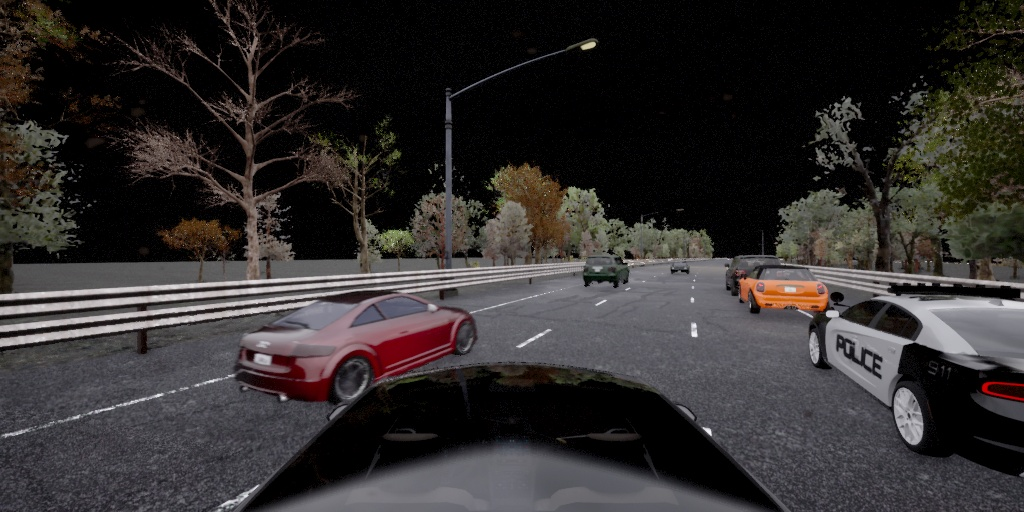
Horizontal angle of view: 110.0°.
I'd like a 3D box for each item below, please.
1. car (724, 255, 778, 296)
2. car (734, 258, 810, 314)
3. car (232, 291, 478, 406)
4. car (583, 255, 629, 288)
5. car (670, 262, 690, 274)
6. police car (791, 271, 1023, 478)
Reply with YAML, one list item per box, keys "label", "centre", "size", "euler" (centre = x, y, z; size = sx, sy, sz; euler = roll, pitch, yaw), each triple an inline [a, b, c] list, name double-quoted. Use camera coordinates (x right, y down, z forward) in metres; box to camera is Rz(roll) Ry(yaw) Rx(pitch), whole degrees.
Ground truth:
- label: "car"
  centre: [12.584, 0.978, 18.758]
  size: [2.150, 2.045, 5.566]
  euler: [0, 0, 27]
- label: "car"
  centre: [9.888, 1.102, 13.415]
  size: [2.097, 1.767, 4.553]
  euler: [0, 0, 27]
- label: "car"
  centre: [-2.358, 1.313, 6.448]
  size: [1.994, 1.385, 4.181]
  euler: [0, 0, 26]
- label: "car"
  centre: [6.412, 0.974, 24.107]
  size: [2.150, 2.045, 5.566]
  euler: [0, 0, 27]
- label: "car"
  centre: [19.204, 1.369, 40.827]
  size: [1.895, 1.301, 4.718]
  euler: [0, 0, 28]
- label: "police car"
  centre: [5.593, 1.175, 4.679]
  size: [1.930, 1.638, 5.238]
  euler: [0, 0, 26]
